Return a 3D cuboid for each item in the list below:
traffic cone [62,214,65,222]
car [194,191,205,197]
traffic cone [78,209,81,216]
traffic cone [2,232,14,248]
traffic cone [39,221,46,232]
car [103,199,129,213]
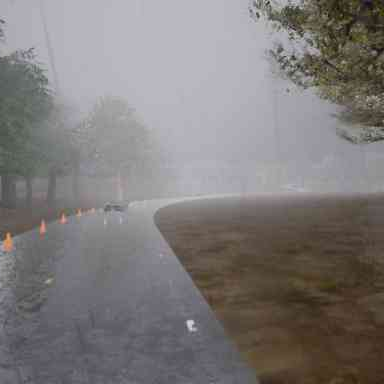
[{"bbox_3d":[-8.833,1.784,22.854,0.340,0.580,0.340,0,0,-8],"label":"traffic cone"},{"bbox_3d":[1.867,0.515,84.930,1.895,1.301,4.718,2,3,16],"label":"car"},{"bbox_3d":[-9.453,1.738,27.942,0.340,0.580,0.340,1,1,-6],"label":"traffic cone"},{"bbox_3d":[-7.114,1.850,12.911,0.340,0.580,0.340,0,0,-10],"label":"traffic cone"},{"bbox_3d":[-7.994,1.821,17.836,0.340,0.580,0.340,0,0,-10],"label":"traffic cone"},{"bbox_3d":[-7.516,1.355,33.197,1.895,1.301,4.718,1,1,-3],"label":"car"}]
